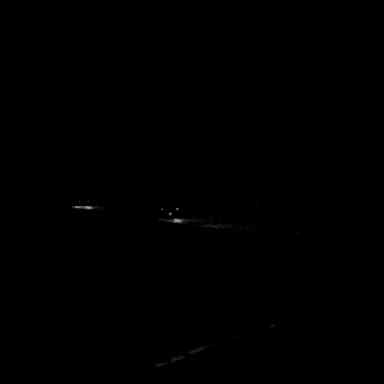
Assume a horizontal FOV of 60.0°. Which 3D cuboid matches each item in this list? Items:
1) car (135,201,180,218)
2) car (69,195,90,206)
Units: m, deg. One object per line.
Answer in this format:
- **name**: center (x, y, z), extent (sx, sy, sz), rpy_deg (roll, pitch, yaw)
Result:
- **car**: center (-3.005, 1.432, 28.439), extent (1.895, 1.301, 4.718), rpy_deg (0, 0, -35)
- **car**: center (-15.855, 1.181, 46.670), extent (1.837, 1.490, 4.892), rpy_deg (0, 0, -35)
